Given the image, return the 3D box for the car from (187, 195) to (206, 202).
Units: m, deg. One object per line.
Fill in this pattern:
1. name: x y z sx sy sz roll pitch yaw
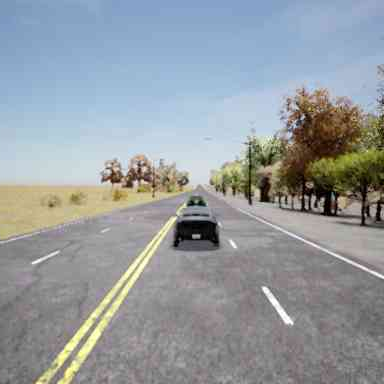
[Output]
1. car: 0.492 1.068 36.716 2.097 1.767 4.553 0 0 1

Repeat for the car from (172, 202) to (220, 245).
1. car: 0.181 1.396 14.844 1.837 1.490 4.892 0 0 0
